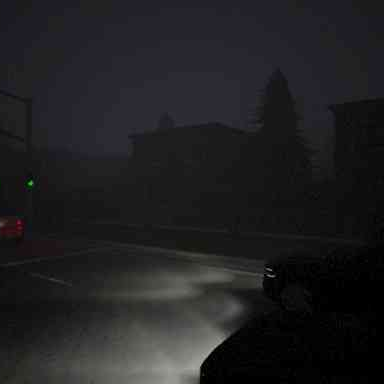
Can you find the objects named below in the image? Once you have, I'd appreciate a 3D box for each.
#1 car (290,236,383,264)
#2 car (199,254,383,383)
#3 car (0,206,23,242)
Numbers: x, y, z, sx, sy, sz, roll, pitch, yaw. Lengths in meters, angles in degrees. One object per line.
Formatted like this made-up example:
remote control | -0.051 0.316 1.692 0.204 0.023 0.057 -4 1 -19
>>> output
car | 3.681 1.478 5.665 5.008 1.535 1.882 0 0 35
car | 2.594 1.545 2.142 5.357 1.411 2.033 0 0 36
car | -9.769 1.384 15.258 4.553 1.767 2.097 0 0 36
